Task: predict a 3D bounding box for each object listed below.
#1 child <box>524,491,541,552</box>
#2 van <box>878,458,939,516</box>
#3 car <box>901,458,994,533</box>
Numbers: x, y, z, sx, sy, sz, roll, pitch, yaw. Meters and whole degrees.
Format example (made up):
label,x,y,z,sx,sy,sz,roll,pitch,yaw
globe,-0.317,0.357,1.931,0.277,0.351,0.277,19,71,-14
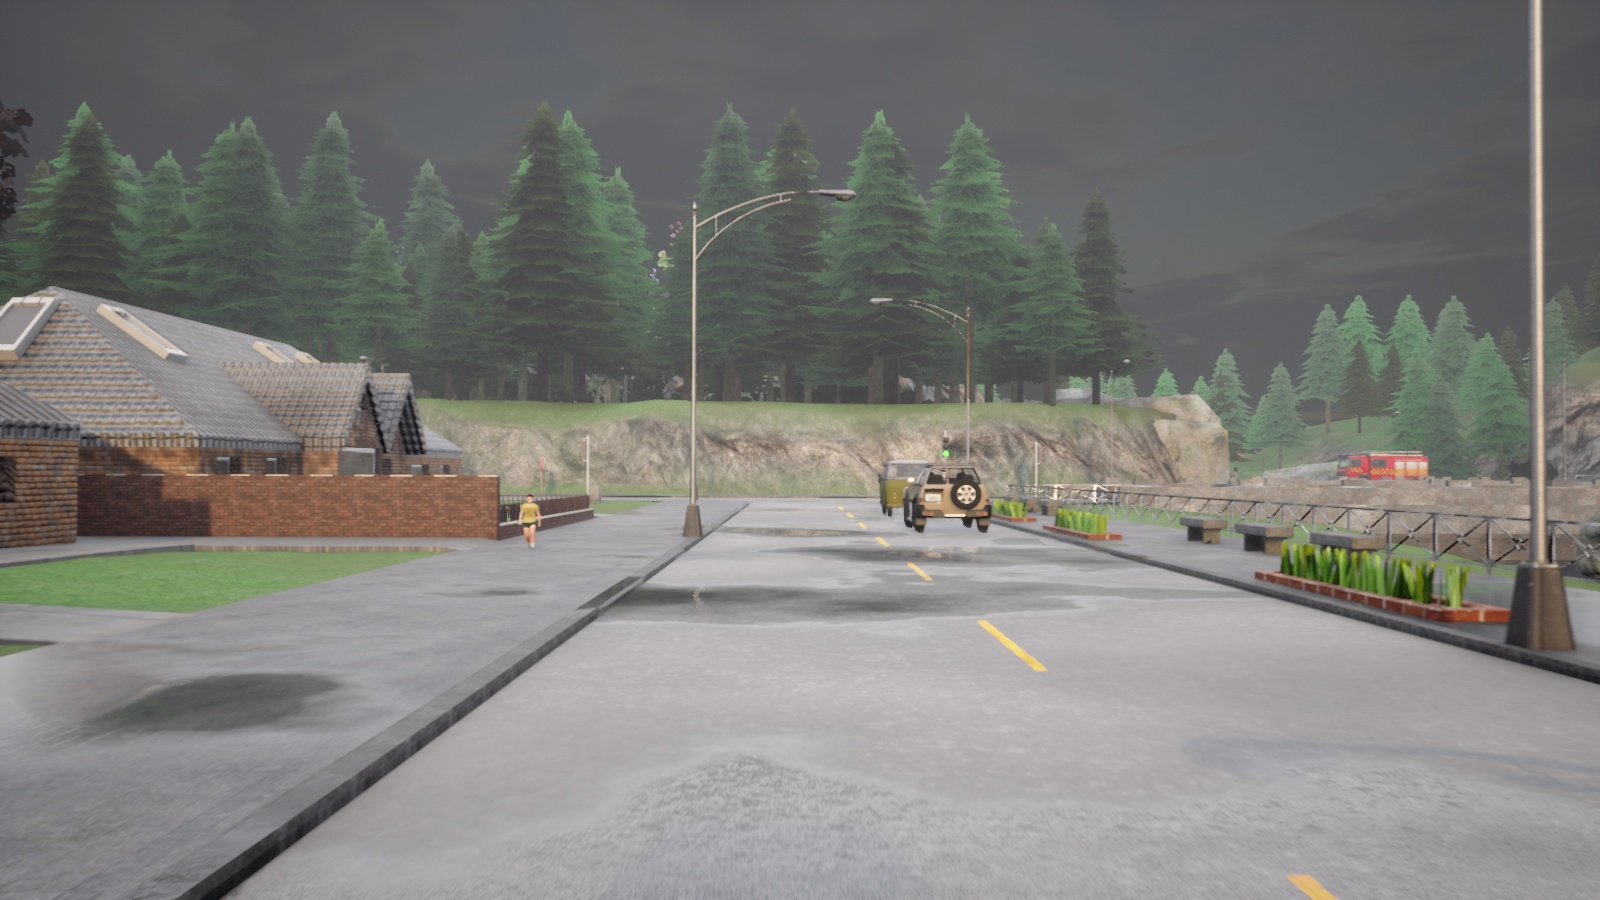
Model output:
label,x,y,z,sx,sy,sz,roll,pitch,yaw
child,-4.943,1.313,23.202,0.255,1.110,0.394,0,-1,-3
van,3.834,1.307,45.092,1.775,1.987,4.442,0,-1,0
car,3.874,1.181,33.739,1.932,1.855,4.605,0,-1,0
